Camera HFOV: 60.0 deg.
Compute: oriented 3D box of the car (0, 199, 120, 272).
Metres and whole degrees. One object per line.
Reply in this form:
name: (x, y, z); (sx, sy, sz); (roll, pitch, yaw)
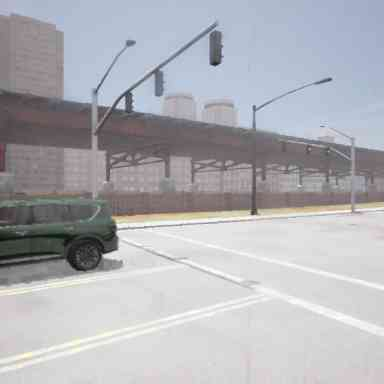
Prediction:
car: (-4.798, 1.221, 9.251); (5.566, 2.045, 2.150); (0, 0, -36)
